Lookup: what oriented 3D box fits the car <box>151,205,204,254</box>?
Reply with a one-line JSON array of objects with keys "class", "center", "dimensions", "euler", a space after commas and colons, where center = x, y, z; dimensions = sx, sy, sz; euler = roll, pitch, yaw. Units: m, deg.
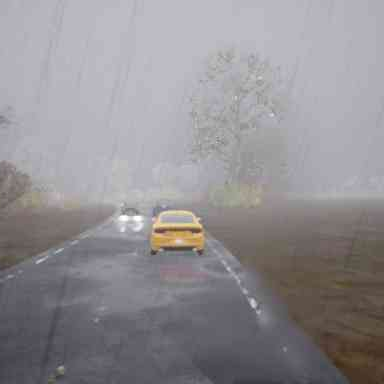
[{"class": "car", "center": [-0.634, 1.499, 13.596], "dimensions": [1.882, 1.535, 5.008], "euler": [0, 0, -4]}]

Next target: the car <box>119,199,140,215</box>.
[{"class": "car", "center": [-6.440, 1.688, 35.258], "dimensions": [1.895, 1.301, 4.718], "euler": [0, 0, -9]}]

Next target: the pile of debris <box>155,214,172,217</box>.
[{"class": "pile of debris", "center": [-2.799, 2.248, 32.433], "dimensions": [1.500, 0.140, 1.860], "euler": [0, 0, -9]}]

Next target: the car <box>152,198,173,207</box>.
[{"class": "car", "center": [-3.044, 1.431, 34.153], "dimensions": [2.097, 1.767, 4.553], "euler": [0, 0, -9]}]

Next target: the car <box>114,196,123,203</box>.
[{"class": "car", "center": [-16.776, 1.638, 75.835], "dimensions": [2.128, 1.511, 4.902], "euler": [0, 0, -19]}]
